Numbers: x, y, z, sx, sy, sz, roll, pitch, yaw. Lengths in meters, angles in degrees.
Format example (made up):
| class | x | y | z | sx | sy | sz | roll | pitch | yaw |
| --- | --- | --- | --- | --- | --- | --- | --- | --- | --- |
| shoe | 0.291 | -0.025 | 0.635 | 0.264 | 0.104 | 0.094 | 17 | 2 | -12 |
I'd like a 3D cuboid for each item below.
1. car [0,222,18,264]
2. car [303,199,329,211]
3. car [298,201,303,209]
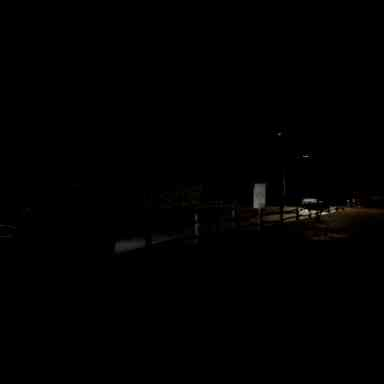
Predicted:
| class | x | y | z | sx | sy | sz | roll | pitch | yaw |
| --- | --- | --- | --- | --- | --- | --- | --- | --- | --- |
| car | -6.388 | 1.680 | 10.658 | 2.128 | 1.511 | 4.902 | 1 | 1 | 36 |
| car | 15.885 | 1.754 | 41.778 | 1.895 | 1.301 | 4.718 | 1 | 1 | 36 |
| car | 16.869 | 1.665 | 47.879 | 2.033 | 1.411 | 5.357 | 1 | 1 | 36 |
